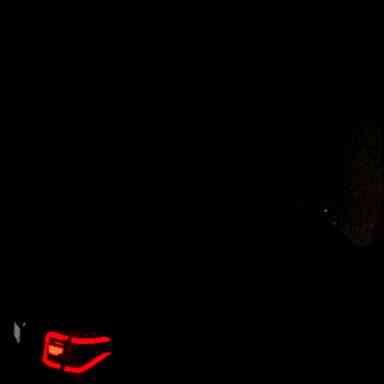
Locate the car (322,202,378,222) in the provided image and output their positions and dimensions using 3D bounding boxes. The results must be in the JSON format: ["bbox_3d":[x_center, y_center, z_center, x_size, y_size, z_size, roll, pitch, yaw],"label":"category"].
[{"bbox_3d":[12.214,1.489,25.601,4.718,1.301,1.895,0,0,-35],"label":"car"}]

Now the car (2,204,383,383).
[{"bbox_3d":[0.752,1.208,4.283,5.566,2.045,2.150,0,0,-35],"label":"car"}]
